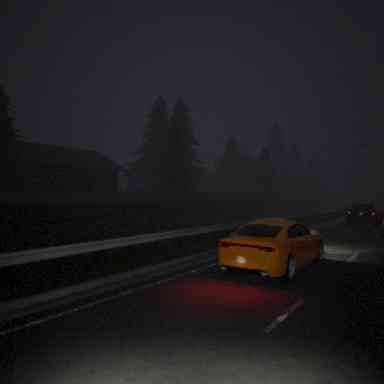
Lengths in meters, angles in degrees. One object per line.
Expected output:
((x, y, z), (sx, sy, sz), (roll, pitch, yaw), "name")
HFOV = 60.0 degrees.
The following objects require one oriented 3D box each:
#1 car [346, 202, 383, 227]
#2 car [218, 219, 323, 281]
((13.549, 1.660, 25.977), (2.097, 1.767, 4.553), (0, -1, 35), "car")
((2.672, 1.603, 10.477), (1.882, 1.535, 5.008), (0, -1, 35), "car")
